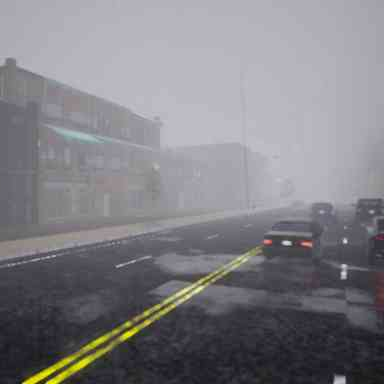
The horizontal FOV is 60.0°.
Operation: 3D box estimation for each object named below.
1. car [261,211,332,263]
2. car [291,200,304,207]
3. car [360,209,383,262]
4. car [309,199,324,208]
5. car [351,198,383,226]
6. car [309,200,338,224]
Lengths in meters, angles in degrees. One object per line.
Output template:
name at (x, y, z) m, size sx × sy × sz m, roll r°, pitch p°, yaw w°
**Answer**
car at (4.025, 1.666, 12.695) m, size 2.033 × 1.411 × 5.357 m, roll 0°, pitch -1°, yaw 25°
car at (20.001, 2.125, 62.608) m, size 2.033 × 1.411 × 5.357 m, roll 0°, pitch -1°, yaw 25°
car at (7.394, 1.618, 12.212) m, size 1.837 × 1.490 × 4.892 m, roll 0°, pitch 0°, yaw 25°
car at (22.949, 2.108, 61.239) m, size 2.033 × 1.411 × 5.357 m, roll 0°, pitch -1°, yaw 25°
car at (13.308, 1.451, 24.980) m, size 2.150 × 2.045 × 5.566 m, roll 0°, pitch 0°, yaw 25°
car at (10.723, 1.601, 27.105) m, size 2.097 × 1.767 × 4.553 m, roll 0°, pitch -1°, yaw 25°
